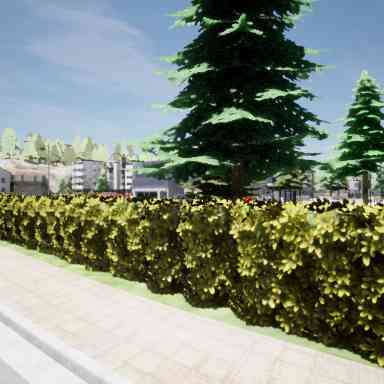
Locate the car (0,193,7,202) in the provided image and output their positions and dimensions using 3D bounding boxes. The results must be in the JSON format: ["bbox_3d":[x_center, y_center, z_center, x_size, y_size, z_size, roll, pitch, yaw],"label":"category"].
[{"bbox_3d":[-41.786,1.097,70.187,1.932,1.855,4.605,0,0,44],"label":"car"}]

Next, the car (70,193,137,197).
[{"bbox_3d":[-8.071,1.221,31.035,2.150,2.045,5.566,0,0,44],"label":"car"}]

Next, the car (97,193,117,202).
[{"bbox_3d":[-18.236,1.077,71.388,1.905,1.878,3.866,0,0,44],"label":"car"}]

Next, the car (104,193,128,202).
[{"bbox_3d":[-15.876,1.097,69.643,1.932,1.855,4.605,0,0,44],"label":"car"}]

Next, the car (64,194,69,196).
[{"bbox_3d":[-27.350,1.154,80.367,2.152,1.636,5.027,0,0,44],"label":"car"}]

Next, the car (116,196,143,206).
[{"bbox_3d":[-10.065,1.384,53.309,1.970,1.475,3.806,0,0,44],"label":"car"}]
